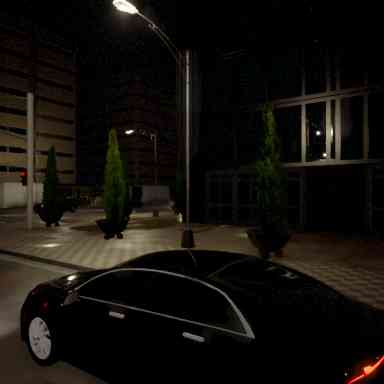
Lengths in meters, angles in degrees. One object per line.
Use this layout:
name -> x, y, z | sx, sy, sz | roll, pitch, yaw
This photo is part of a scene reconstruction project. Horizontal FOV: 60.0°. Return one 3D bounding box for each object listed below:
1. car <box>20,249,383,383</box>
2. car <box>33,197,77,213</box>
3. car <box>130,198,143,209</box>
car -> -0.249, 1.505, 4.169 | 4.892, 1.490, 1.837 | 0, 0, 36
car -> -15.049, 1.407, 36.571 | 2.097, 1.767, 4.553 | 0, 0, 35
car -> -8.666, 1.581, 45.600 | 1.812, 1.442, 4.674 | 0, 0, 35
